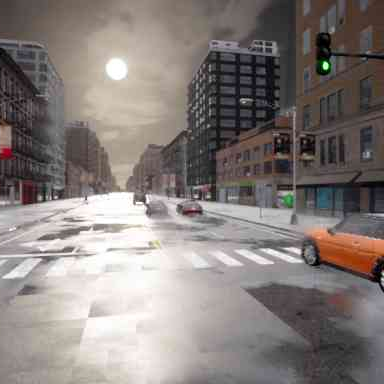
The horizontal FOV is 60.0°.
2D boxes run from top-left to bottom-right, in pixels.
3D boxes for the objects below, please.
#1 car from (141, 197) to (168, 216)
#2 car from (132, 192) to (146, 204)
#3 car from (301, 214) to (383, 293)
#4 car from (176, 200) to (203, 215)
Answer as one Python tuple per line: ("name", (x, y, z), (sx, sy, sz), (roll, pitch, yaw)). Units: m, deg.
("car", (-3.471, 1.490, 31.847), (1.994, 1.385, 4.181), (0, 0, -12))
("car", (-9.135, 1.081, 57.792), (2.150, 2.045, 5.566), (0, 0, -12))
("car", (4.805, 1.335, 8.735), (2.097, 1.767, 4.553), (0, 0, -12))
("car", (-0.306, 1.488, 32.588), (1.994, 1.385, 4.181), (0, 0, -12))
